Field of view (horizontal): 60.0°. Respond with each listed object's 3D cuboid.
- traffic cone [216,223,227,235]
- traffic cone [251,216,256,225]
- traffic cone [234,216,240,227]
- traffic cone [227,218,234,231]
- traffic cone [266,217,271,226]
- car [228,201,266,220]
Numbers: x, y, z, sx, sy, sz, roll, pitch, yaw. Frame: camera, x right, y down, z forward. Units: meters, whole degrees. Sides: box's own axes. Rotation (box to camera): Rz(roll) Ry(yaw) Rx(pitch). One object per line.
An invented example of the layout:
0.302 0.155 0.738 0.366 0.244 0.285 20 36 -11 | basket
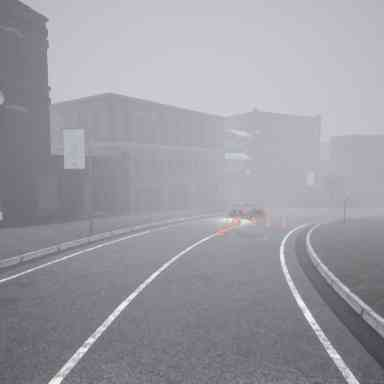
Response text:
1.463 1.926 17.327 0.340 0.580 0.340 2 0 17 | traffic cone
4.207 1.958 22.744 0.340 0.580 0.340 2 1 17 | traffic cone
2.663 1.925 21.142 0.340 0.580 0.340 2 1 17 | traffic cone
2.063 1.926 19.234 0.340 0.580 0.340 2 1 18 | traffic cone
5.161 1.994 22.449 0.340 0.580 0.340 2 1 17 | traffic cone
4.692 1.510 28.133 1.994 1.385 4.181 3 1 33 | car
